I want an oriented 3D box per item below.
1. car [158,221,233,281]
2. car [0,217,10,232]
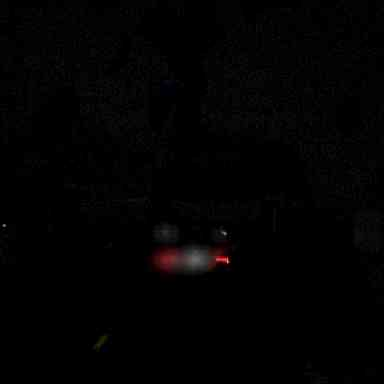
[{"bbox_3d":[0.101,1.572,9.887,2.033,1.411,5.357,0,0,0],"label":"car"},{"bbox_3d":[-12.982,1.643,18.897,4.892,1.490,1.837,0,0,3],"label":"car"}]
